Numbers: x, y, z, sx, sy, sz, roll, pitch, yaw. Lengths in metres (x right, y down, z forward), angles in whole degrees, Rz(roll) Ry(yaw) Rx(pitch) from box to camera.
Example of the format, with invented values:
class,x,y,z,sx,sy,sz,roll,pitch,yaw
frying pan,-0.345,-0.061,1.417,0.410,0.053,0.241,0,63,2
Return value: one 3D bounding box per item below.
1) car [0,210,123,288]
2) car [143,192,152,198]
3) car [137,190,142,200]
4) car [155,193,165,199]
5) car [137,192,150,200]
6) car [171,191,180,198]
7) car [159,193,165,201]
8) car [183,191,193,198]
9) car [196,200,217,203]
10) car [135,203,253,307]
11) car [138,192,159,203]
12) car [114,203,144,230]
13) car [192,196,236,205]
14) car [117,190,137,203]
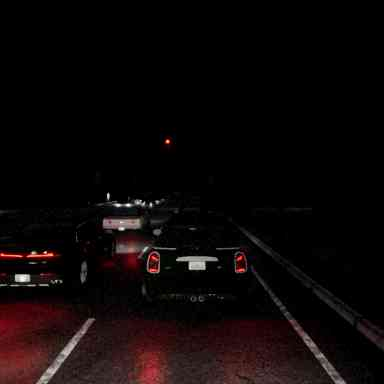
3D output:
class,x,y,z,sx,sy,sz,roll,pitch,yaw
car,-3.416,1.468,9.120,1.837,1.490,4.892,0,0,0
car,-11.073,0.750,83.734,1.812,1.442,4.674,0,1,-2
car,-10.686,0.710,63.287,2.150,2.045,5.566,0,1,0
car,-7.307,0.871,76.490,2.033,1.411,5.357,0,1,-1
car,-10.737,0.895,73.512,2.128,1.511,4.902,0,1,-1
car,-4.146,0.683,85.372,1.882,1.535,5.008,0,1,-4
car,-7.176,1.006,66.063,2.033,1.411,5.357,0,1,1
car,-0.686,0.709,86.072,1.812,1.442,4.674,0,1,-4
car,0.060,1.388,17.264,2.128,1.511,4.902,0,0,1
car,0.087,1.323,8.068,2.097,1.767,4.553,0,0,0
car,-7.204,1.106,55.995,2.033,1.411,5.357,0,1,0
car,-3.437,1.487,18.441,1.895,1.301,4.718,0,0,0
car,2.655,1.311,38.589,4.718,1.301,1.895,0,0,-3
car,-10.699,0.929,53.847,2.097,1.767,4.553,0,0,0
